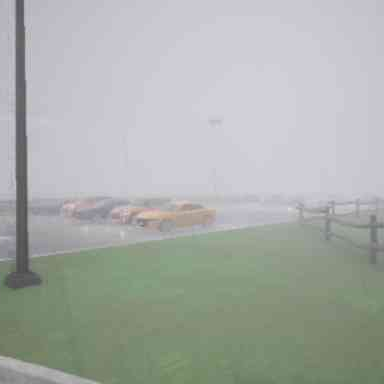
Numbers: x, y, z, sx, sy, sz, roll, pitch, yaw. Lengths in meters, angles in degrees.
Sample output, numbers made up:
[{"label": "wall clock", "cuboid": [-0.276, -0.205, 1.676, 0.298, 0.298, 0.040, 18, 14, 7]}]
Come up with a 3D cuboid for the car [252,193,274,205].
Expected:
[{"label": "car", "cuboid": [10.652, 0.925, 43.968, 4.902, 1.511, 2.128, -1, 1, -44]}]

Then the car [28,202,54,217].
[{"label": "car", "cuboid": [-11.125, 1.341, 27.808, 4.718, 1.301, 1.895, -1, 1, -44]}]

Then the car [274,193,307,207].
[{"label": "car", "cuboid": [12.394, 0.986, 40.790, 4.674, 1.442, 1.812, -1, 1, -44]}]

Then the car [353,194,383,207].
[{"label": "car", "cuboid": [20.930, 0.977, 39.245, 5.357, 1.411, 2.033, -1, 1, -43]}]

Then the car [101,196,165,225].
[{"label": "car", "cuboid": [-2.986, 1.123, 21.073, 4.553, 1.767, 2.097, -1, 1, -44]}]

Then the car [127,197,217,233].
[{"label": "car", "cuboid": [-0.770, 1.268, 18.348, 5.008, 1.535, 1.882, -1, 1, -44]}]

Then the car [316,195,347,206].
[{"label": "car", "cuboid": [16.935, 1.041, 40.286, 4.718, 1.301, 1.895, -1, 1, -43]}]

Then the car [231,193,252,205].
[{"label": "car", "cuboid": [7.426, 0.909, 45.724, 5.008, 1.535, 1.882, -1, 1, -44]}]

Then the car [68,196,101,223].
[{"label": "car", "cuboid": [-5.671, 1.238, 23.346, 5.008, 1.535, 1.882, -1, 1, -44]}]

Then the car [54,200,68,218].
[{"label": "car", "cuboid": [-7.897, 1.094, 26.060, 4.553, 1.767, 2.097, -1, 1, -44]}]
